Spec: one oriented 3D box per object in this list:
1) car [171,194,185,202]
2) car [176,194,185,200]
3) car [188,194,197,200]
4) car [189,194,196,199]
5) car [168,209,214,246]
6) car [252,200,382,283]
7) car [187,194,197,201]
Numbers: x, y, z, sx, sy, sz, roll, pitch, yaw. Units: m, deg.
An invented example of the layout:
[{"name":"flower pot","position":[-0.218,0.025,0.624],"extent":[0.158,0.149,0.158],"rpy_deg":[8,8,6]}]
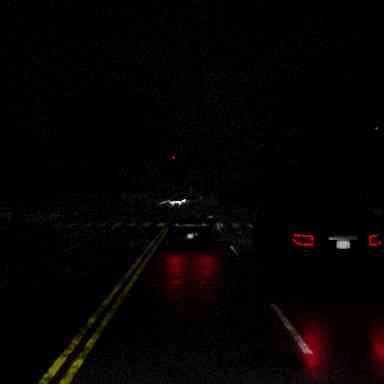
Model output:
[{"name":"car","position":[-2.904,1.177,62.702],"extent":[1.994,1.385,4.181],"rpy_deg":[0,0,1]},{"name":"car","position":[-2.686,1.188,78.161],"extent":[1.895,1.301,4.718],"rpy_deg":[0,0,1]},{"name":"car","position":[0.091,1.147,80.369],"extent":[1.994,1.385,4.181],"rpy_deg":[0,0,1]},{"name":"car","position":[0.211,1.076,90.446],"extent":[1.895,1.301,4.718],"rpy_deg":[0,0,1]},{"name":"car","position":[-0.034,1.503,15.248],"extent":[2.128,1.511,4.902],"rpy_deg":[0,0,1]},{"name":"car","position":[3.249,1.226,9.827],"extent":[2.150,2.045,5.566],"rpy_deg":[0,0,0]},{"name":"car","position":[-0.038,1.126,69.646],"extent":[1.812,1.442,4.674],"rpy_deg":[0,0,1]}]
